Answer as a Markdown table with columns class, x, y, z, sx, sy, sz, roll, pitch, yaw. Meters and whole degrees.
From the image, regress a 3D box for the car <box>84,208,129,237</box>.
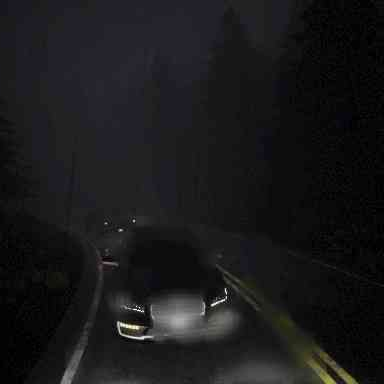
| class | x | y | z | sx | sy | sz | roll | pitch | yaw |
| --- | --- | --- | --- | --- | --- | --- | --- | --- | --- |
| car | -4.642 | 1.612 | 18.557 | 1.895 | 1.301 | 4.718 | -3 | 1 | -29 |

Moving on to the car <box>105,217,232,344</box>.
| class | x | y | z | sx | sy | sz | roll | pitch | yaw |
| --- | --- | --- | --- | --- | --- | --- | --- | --- | --- |
| car | -0.648 | 1.495 | 6.820 | 1.837 | 1.490 | 4.892 | -1 | 0 | -11 |
